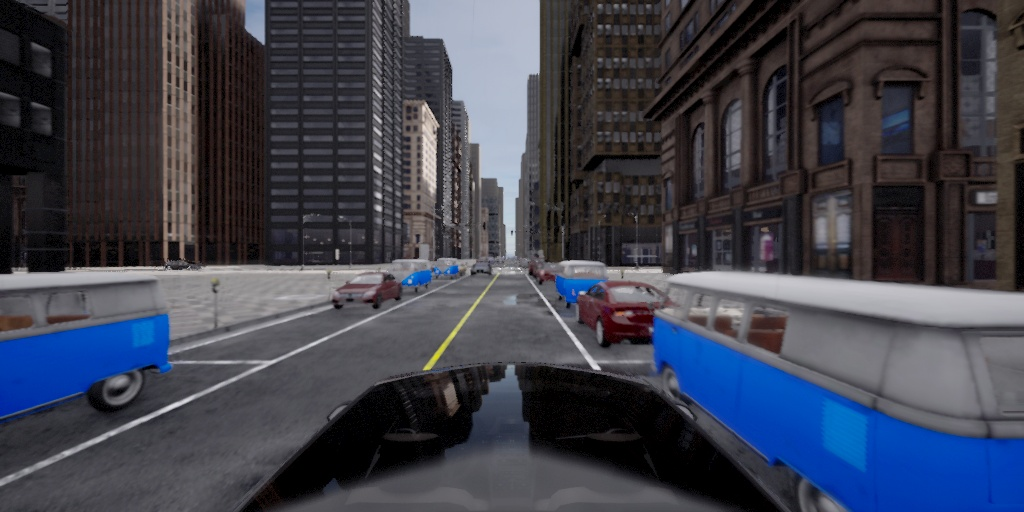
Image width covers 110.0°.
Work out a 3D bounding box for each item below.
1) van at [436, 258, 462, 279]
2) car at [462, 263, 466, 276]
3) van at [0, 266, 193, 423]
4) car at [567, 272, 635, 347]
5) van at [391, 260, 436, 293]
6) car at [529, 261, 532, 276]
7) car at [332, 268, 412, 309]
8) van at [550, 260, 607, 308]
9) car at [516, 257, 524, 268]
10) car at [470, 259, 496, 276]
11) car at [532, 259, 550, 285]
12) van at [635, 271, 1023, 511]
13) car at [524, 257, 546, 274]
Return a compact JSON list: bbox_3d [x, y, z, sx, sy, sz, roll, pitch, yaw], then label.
[{"bbox_3d":[-5.767,1.092,31.875,1.690,1.789,3.998,0,0,0],"label":"van"},{"bbox_3d":[-5.768,1.278,37.382,1.751,1.417,4.829,0,0,0],"label":"car"},{"bbox_3d":[-5.763,1.091,3.488,1.690,1.789,3.998,0,0,0],"label":"van"},{"bbox_3d":[2.762,1.294,9.176,1.888,1.381,4.507,0,0,0],"label":"car"},{"bbox_3d":[-5.765,1.091,20.520,1.690,1.789,3.998,0,0,0],"label":"van"},{"bbox_3d":[2.758,1.333,31.886,1.802,1.307,4.207,0,0,0],"label":"car"},{"bbox_3d":[-5.764,1.332,14.843,1.802,1.307,4.207,0,0,0],"label":"car"},{"bbox_3d":[2.761,1.090,14.854,1.690,1.789,3.998,0,0,0],"label":"van"},{"bbox_3d":[3.399,1.245,49.579,4.902,1.511,2.128,0,0,0],"label":"car"},{"bbox_3d":[-3.053,1.317,36.590,1.994,1.385,4.181,0,0,0],"label":"car"},{"bbox_3d":[2.759,1.190,26.209,1.967,1.591,4.097,0,0,0],"label":"car"},{"bbox_3d":[2.763,1.090,3.499,1.690,1.789,3.998,0,0,0],"label":"van"},{"bbox_3d":[2.757,1.067,37.564,2.192,1.841,5.009,0,0,0],"label":"car"}]
